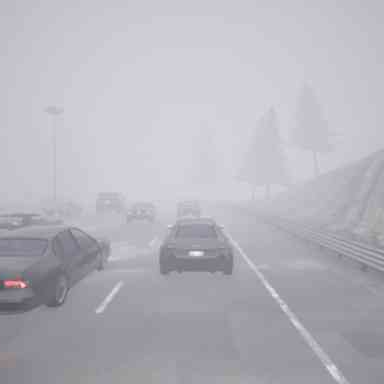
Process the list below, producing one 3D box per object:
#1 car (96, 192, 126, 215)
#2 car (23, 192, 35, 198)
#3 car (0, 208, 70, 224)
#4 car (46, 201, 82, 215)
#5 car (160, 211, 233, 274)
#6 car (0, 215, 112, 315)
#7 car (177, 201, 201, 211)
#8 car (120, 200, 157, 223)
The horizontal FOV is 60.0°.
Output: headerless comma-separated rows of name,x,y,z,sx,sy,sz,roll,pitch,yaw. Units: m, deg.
car,-7.588,1.045,31.437,2.150,2.045,5.566,0,1,-5
car,-34.270,0.728,69.940,2.097,1.767,4.553,0,0,-20
car,-6.871,1.524,13.462,1.895,1.301,4.718,0,0,0
car,-10.876,1.440,28.477,1.895,1.301,4.718,0,0,-4
car,0.126,1.505,10.367,1.994,1.385,4.181,0,0,0
car,-3.391,1.502,7.752,2.033,1.411,5.357,0,0,1
car,-0.362,1.439,28.435,1.895,1.301,4.718,0,0,-4
car,-3.632,1.409,24.464,2.033,1.411,5.357,0,0,-2
